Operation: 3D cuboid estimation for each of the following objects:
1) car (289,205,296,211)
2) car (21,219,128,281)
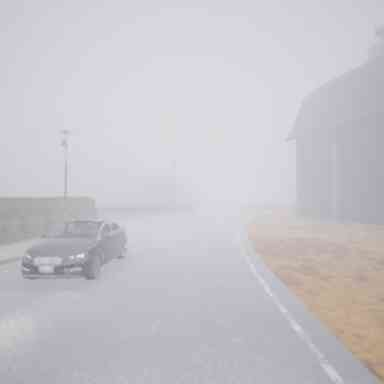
[{"bbox_3d":[16.741,2.228,48.294,4.718,1.301,1.895,0,0,0],"label":"car"},{"bbox_3d":[-3.364,1.628,10.456,2.128,1.511,4.902,0,-1,3],"label":"car"}]
